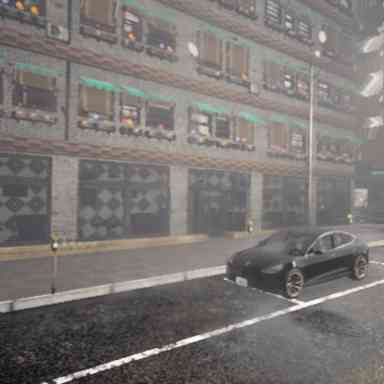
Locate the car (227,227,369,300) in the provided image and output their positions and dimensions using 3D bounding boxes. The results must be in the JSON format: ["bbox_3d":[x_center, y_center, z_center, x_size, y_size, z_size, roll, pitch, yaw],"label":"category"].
[{"bbox_3d":[2.877,1.619,8.599,4.313,1.339,1.947,1,1,-35],"label":"car"}]
